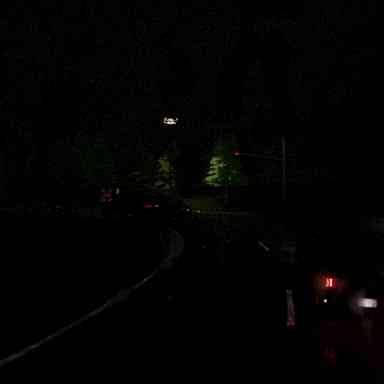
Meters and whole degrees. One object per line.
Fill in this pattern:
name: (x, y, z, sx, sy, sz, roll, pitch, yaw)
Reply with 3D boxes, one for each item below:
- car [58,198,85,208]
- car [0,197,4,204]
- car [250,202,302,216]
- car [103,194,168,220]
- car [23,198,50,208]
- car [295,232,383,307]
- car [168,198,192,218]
car: (-17.703, 1.564, 48.753, 4.181, 1.385, 1.994, 0, 0, 32)
car: (-36.018, 1.506, 60.298, 4.892, 1.490, 1.837, 0, 0, 32)
car: (8.075, 1.600, 32.470, 4.718, 1.301, 1.895, 0, 0, 32)
car: (-5.102, 1.221, 28.374, 5.566, 2.045, 2.150, 0, 0, 32)
car: (-22.190, 1.564, 47.447, 4.181, 1.385, 1.994, 0, 0, 32)
car: (3.511, 1.601, 7.827, 1.895, 1.301, 4.718, 0, 0, 13)
car: (-2.038, 1.564, 30.579, 4.181, 1.385, 1.994, 0, 0, 32)
